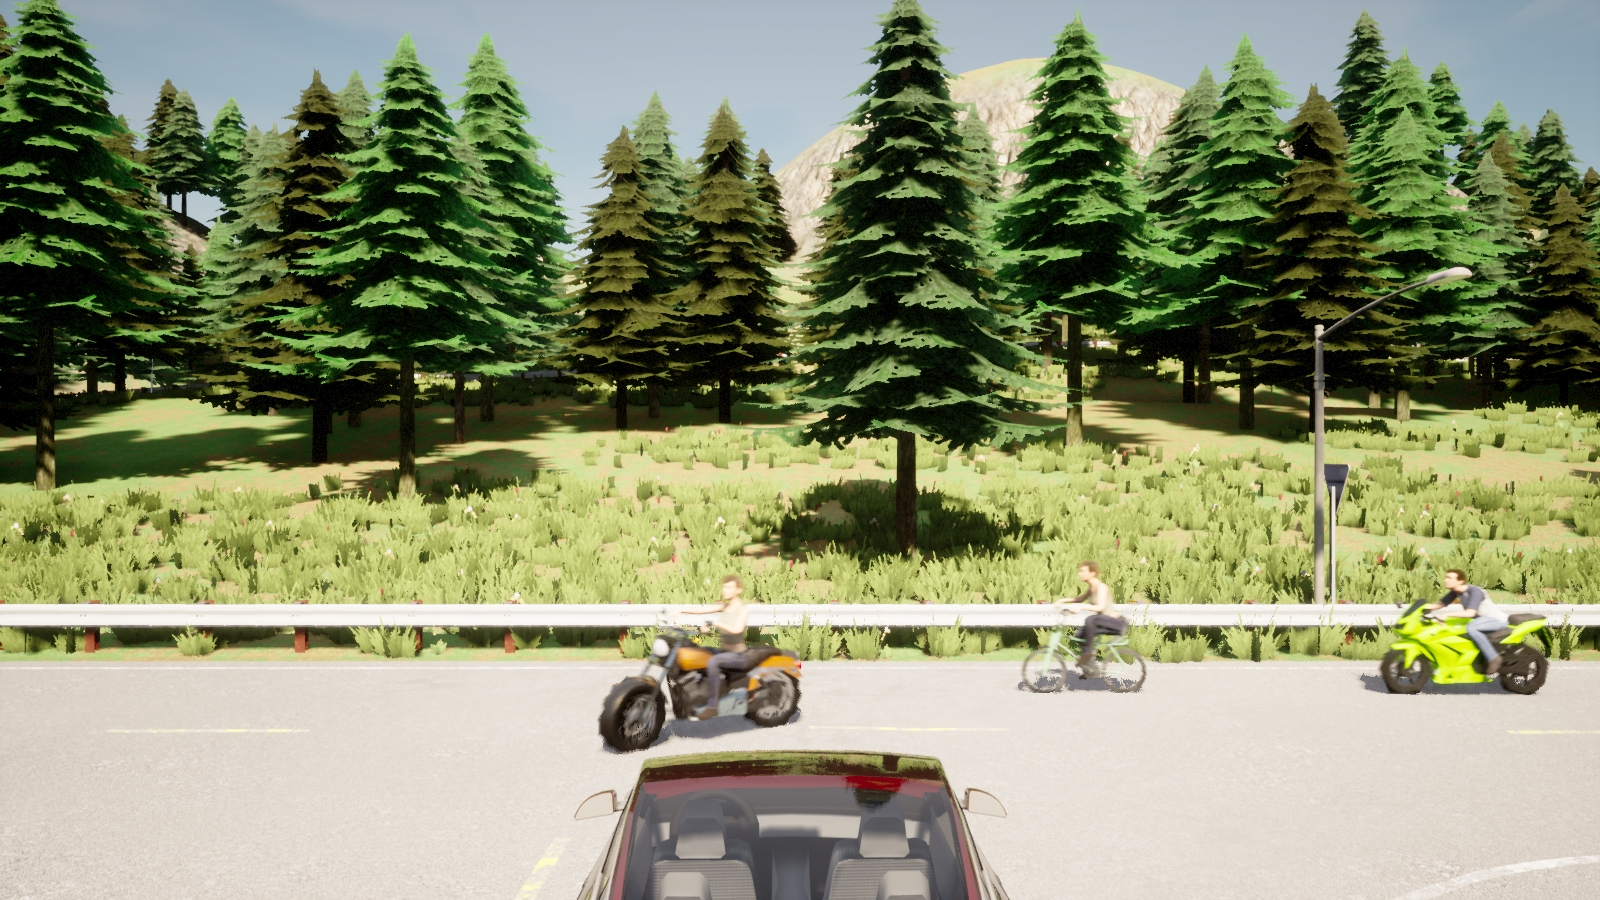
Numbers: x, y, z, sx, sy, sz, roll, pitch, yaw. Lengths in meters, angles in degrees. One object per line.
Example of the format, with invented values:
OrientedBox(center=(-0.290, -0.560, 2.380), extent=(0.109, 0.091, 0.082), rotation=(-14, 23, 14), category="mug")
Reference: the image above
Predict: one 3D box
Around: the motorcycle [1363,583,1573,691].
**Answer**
OrientedBox(center=(7.936, 2.213, 13.643), extent=(2.033, 1.145, 0.803), rotation=(0, 0, 0), category="motorcycle")

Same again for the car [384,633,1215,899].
OrientedBox(center=(-0.034, 1.936, 5.154), extent=(2.163, 1.488, 4.792), rotation=(0, -1, -1), category="car")
